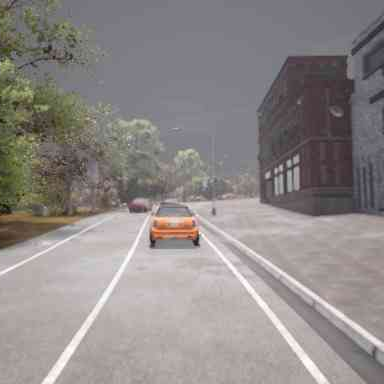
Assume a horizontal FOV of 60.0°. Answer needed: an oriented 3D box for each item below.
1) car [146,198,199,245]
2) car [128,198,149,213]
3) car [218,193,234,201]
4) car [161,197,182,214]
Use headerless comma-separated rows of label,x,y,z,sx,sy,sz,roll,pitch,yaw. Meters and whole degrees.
car,-0.883,1.354,15.693,2.097,1.767,4.553,0,0,-5
car,-5.481,1.398,35.619,1.882,1.535,5.008,0,0,2
car,7.628,0.970,74.248,2.097,1.767,4.553,-4,-1,34
car,-2.083,1.387,34.810,1.882,1.535,5.008,0,0,0
